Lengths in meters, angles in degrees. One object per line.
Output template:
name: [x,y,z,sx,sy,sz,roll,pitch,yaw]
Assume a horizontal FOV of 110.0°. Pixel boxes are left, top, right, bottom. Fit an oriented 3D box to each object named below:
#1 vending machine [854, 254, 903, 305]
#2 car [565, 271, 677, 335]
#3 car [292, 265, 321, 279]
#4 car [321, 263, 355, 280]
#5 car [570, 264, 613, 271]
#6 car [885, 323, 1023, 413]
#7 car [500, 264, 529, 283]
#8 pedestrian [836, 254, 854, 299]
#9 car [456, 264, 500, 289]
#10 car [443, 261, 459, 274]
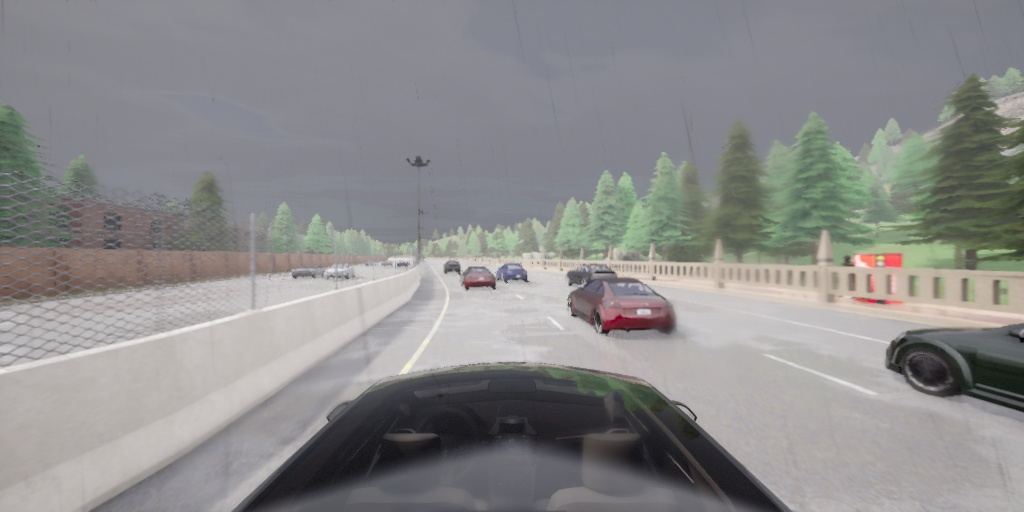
vending machine: [14.181,0.903,13.904,1.100,2.100,0.880,0,0,-6]
car: [2.989,1.314,10.586,1.994,1.385,4.181,0,0,-5]
car: [-19.795,1.485,35.060,1.895,1.301,4.718,0,0,-13]
car: [-15.667,1.389,32.866,1.812,1.442,4.674,0,0,-14]
car: [4.818,1.252,22.282,2.128,1.511,4.902,0,0,-11]
car: [6.879,1.288,3.852,1.994,1.385,4.181,0,0,-2]
car: [-0.044,1.315,28.250,1.812,1.442,4.674,0,0,-13]
pedestrian: [13.907,0.852,14.879,0.375,1.860,0.375,0,0,-7]
car: [-2.310,1.371,23.484,1.994,1.385,4.181,0,0,-13]
car: [-7.115,1.354,42.669,1.837,1.490,4.892,0,0,-13]
